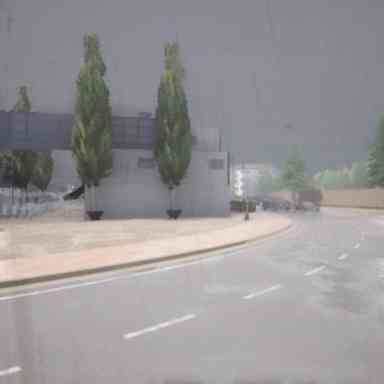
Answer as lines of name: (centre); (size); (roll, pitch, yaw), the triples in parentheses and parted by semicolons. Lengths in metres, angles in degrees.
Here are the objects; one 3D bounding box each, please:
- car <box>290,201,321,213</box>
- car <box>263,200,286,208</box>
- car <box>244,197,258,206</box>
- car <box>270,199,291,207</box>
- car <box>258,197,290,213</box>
car: (15.185, 1.973, 44.173); (1.812, 1.442, 4.674); (0, -1, -8)
car: (15.209, 2.186, 61.611); (2.033, 1.411, 5.357); (0, -1, -13)
car: (12.874, 2.296, 71.934); (2.033, 1.411, 5.357); (0, -1, -13)
car: (17.653, 2.166, 66.672); (1.882, 1.535, 5.008); (0, -1, -13)
car: (11.480, 1.694, 45.487); (2.150, 2.045, 5.566); (0, -1, -10)
